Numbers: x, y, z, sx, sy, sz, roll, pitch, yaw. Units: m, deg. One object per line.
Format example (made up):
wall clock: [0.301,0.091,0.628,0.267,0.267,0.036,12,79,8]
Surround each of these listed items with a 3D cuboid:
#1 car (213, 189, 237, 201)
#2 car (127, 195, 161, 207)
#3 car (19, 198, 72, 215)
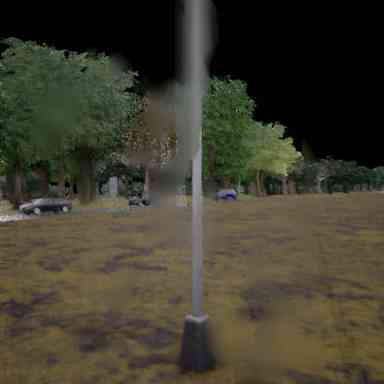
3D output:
car: [5.788,0.523,58.587,2.150,2.045,5.566,-3,-1,36]
car: [-6.000,1.078,42.197,1.882,1.535,5.008,-3,-1,36]
car: [-13.720,1.315,31.380,1.837,1.490,4.892,-3,-1,35]
